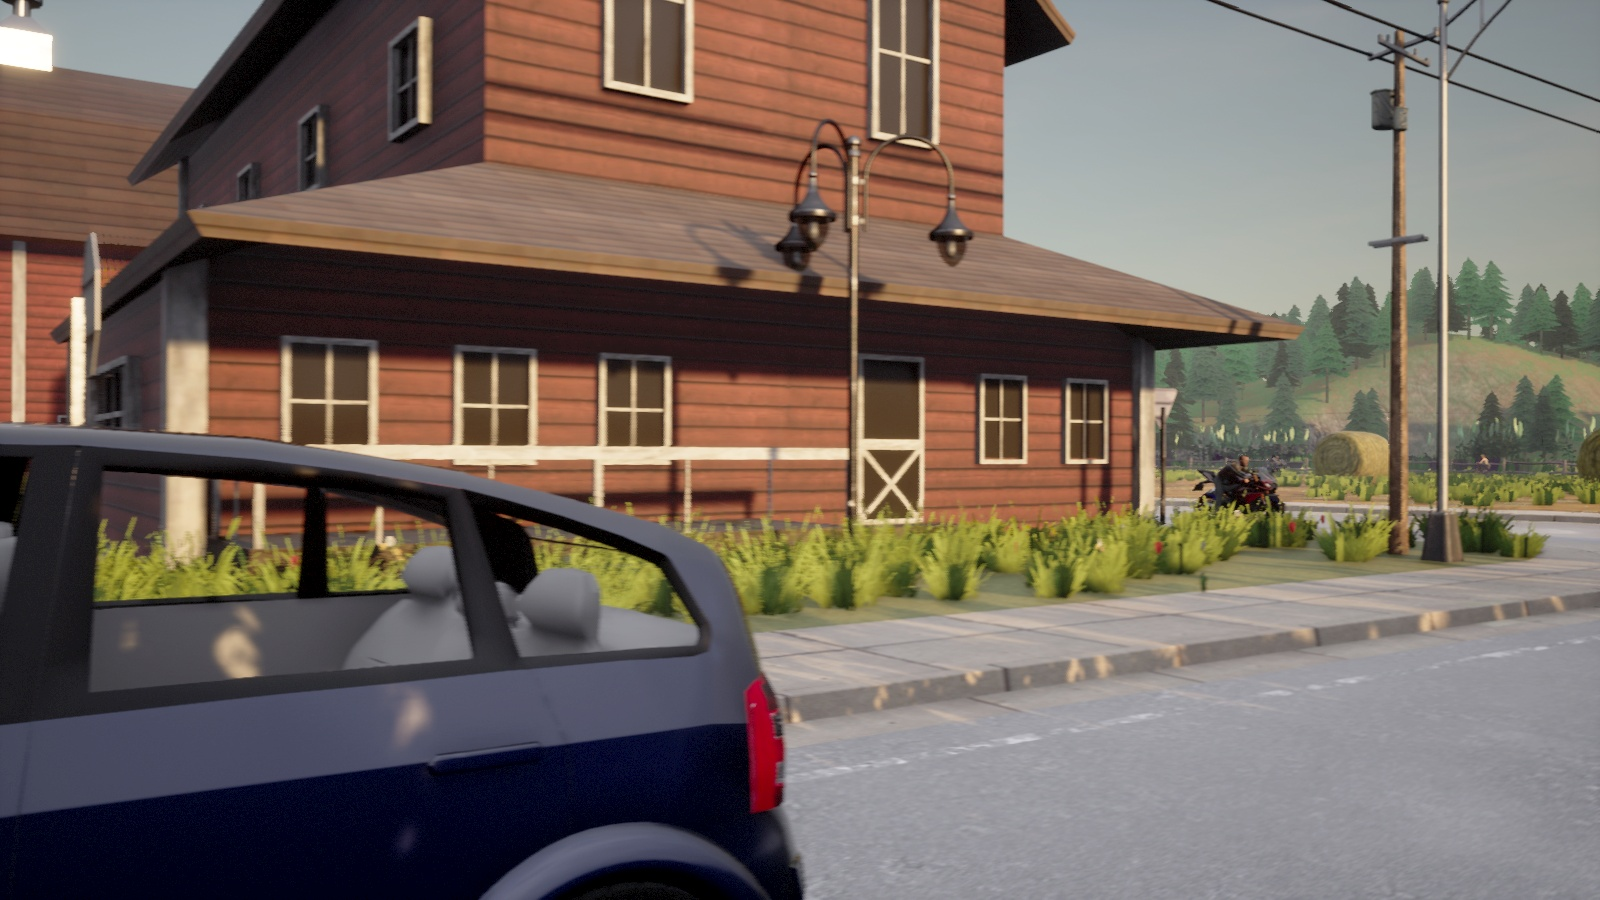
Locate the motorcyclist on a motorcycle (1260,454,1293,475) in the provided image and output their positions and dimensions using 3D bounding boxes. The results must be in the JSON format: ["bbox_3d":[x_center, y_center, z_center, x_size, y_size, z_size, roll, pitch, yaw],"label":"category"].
[{"bbox_3d":[35.250,1.035,92.955,0.866,1.530,2.191,0,0,-32],"label":"motorcyclist on a motorcycle"}]

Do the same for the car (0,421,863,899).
[{"bbox_3d":[-1.899,0.735,2.329,3.705,1.549,1.789,1,-1,-35],"label":"car"}]

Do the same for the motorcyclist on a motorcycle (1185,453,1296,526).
[{"bbox_3d":[9.632,0.839,27.554,0.866,1.530,2.191,0,0,-36],"label":"motorcyclist on a motorcycle"}]
